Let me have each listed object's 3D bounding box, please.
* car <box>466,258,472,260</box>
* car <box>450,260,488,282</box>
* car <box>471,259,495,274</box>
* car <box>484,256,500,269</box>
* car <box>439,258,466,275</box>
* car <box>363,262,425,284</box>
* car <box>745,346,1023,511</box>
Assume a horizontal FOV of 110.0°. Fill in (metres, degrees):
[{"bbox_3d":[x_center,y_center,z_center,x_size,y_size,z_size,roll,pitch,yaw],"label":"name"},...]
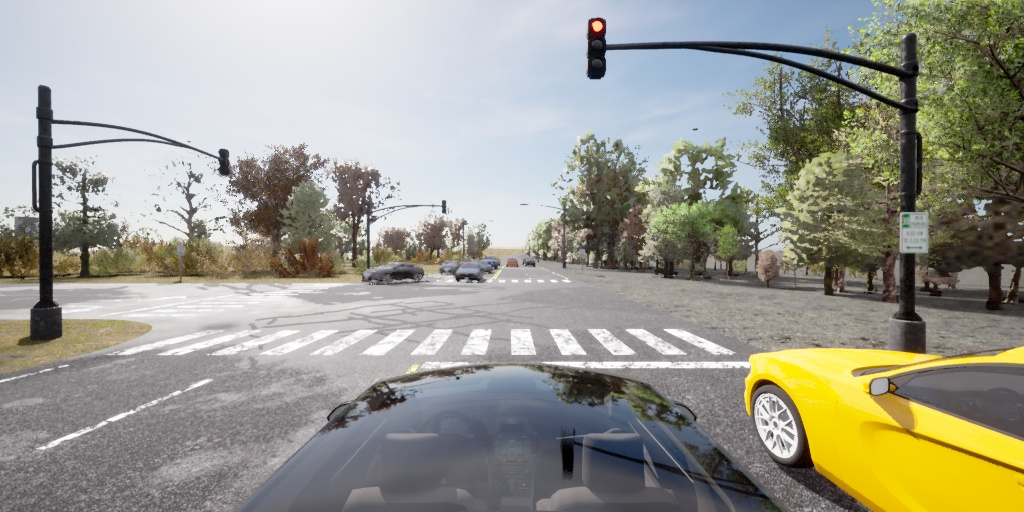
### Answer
[{"bbox_3d":[-6.596,1.102,52.439,2.097,1.767,4.553,0,0,0],"label":"car"},{"bbox_3d":[-3.349,1.295,28.971,2.033,1.411,5.357,0,0,0],"label":"car"},{"bbox_3d":[-3.351,1.313,40.597,1.994,1.385,4.181,0,0,0],"label":"car"},{"bbox_3d":[-3.345,0.971,54.786,2.150,2.045,5.566,0,0,0],"label":"car"},{"bbox_3d":[-6.602,1.241,38.797,2.128,1.511,4.902,0,0,0],"label":"car"},{"bbox_3d":[-8.604,1.204,26.422,2.128,1.511,4.902,0,0,31],"label":"car"},{"bbox_3d":[3.363,1.195,1.727,1.882,1.535,5.008,0,1,0],"label":"car"}]
